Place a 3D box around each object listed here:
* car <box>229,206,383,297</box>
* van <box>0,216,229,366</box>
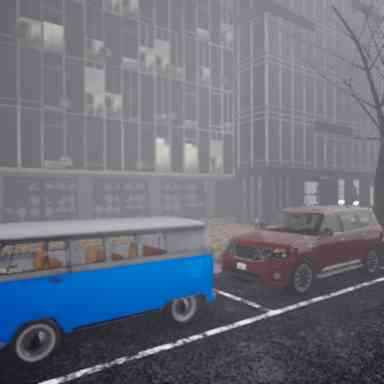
[{"bbox_3d":[3.142,1.321,8.807,5.009,1.841,2.192,0,0,-35],"label":"car"},{"bbox_3d":[-1.497,1.343,5.500,3.998,1.788,1.690,0,0,-35],"label":"van"}]
